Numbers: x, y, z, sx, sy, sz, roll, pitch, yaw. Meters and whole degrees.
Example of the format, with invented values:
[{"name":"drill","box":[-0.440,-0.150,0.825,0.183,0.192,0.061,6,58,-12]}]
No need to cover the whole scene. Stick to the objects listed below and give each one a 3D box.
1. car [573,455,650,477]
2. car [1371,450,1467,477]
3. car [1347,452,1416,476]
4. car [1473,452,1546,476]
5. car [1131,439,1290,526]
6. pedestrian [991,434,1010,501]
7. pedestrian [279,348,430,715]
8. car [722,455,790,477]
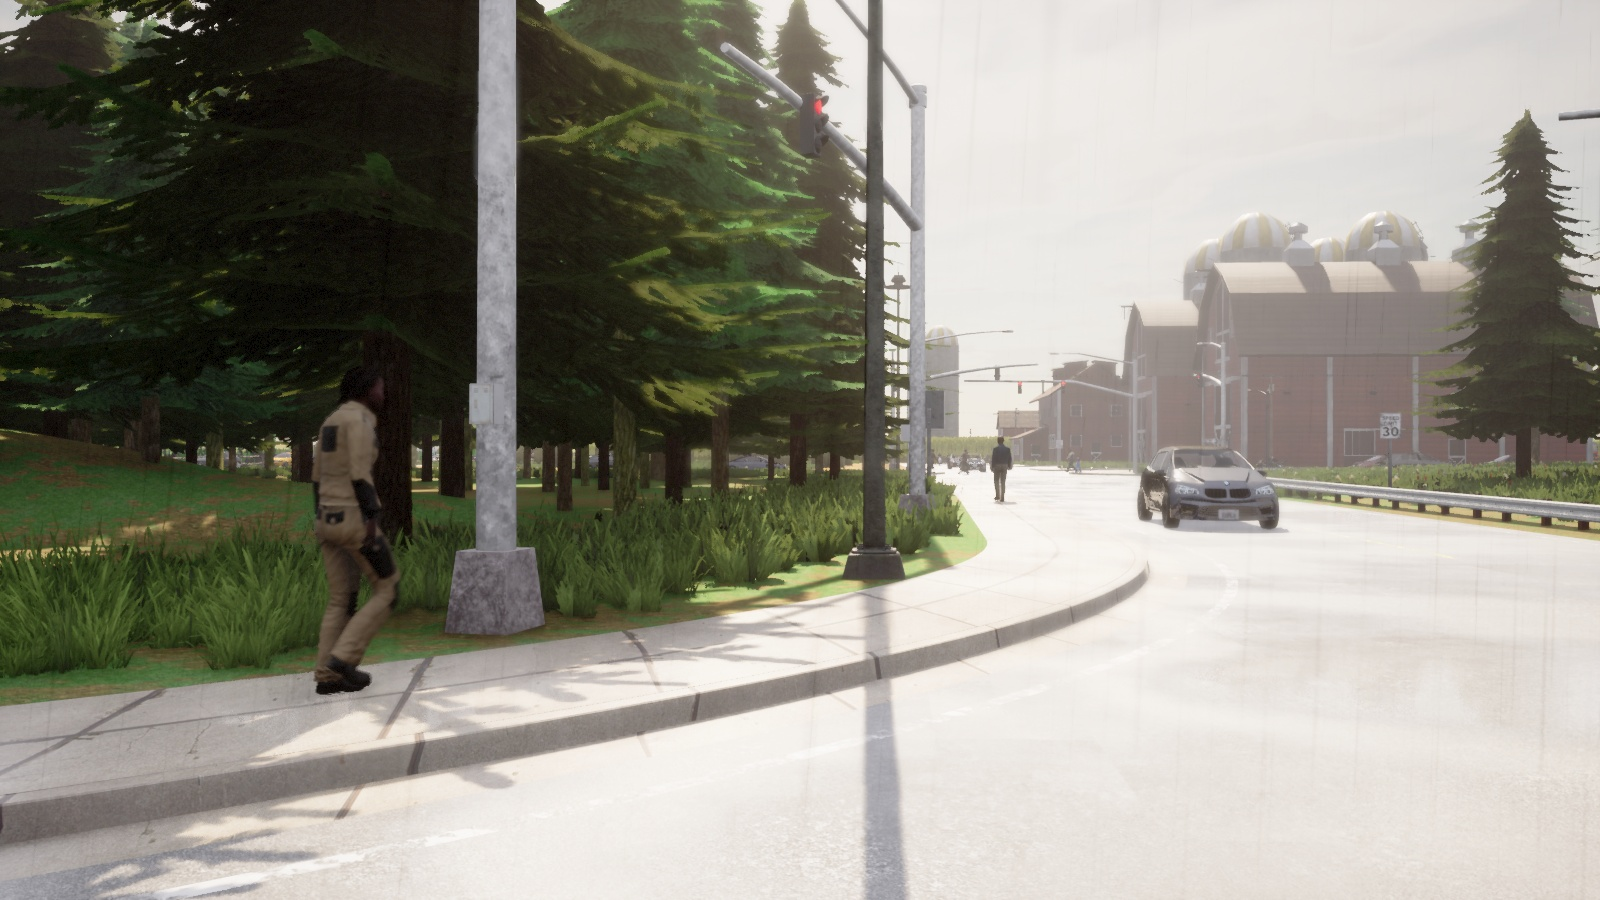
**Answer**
[{"name":"car","box":[-12.237,1.023,81.564,4.674,1.442,1.812,0,0,5]},{"name":"car","box":[38.161,0.810,77.500,4.856,1.649,2.033,0,0,5]},{"name":"car","box":[37.509,0.904,81.060,3.633,1.501,1.845,0,0,5]},{"name":"car","box":[45.407,0.886,80.423,3.633,1.501,1.845,0,0,5]},{"name":"car","box":[8.531,0.636,26.575,2.242,1.667,4.611,0,0,6]},{"name":"pedestrian","box":[5.517,0.480,34.560,0.370,1.835,0.726,0,0,-4]},{"name":"pedestrian","box":[-2.476,0.429,6.996,0.692,1.930,0.396,0,0,-42]},{"name":"car","box":[-2.832,1.039,80.805,4.181,1.385,1.994,0,0,5]}]
